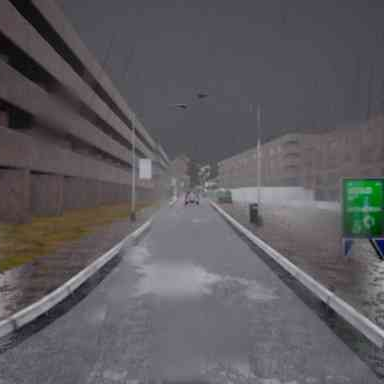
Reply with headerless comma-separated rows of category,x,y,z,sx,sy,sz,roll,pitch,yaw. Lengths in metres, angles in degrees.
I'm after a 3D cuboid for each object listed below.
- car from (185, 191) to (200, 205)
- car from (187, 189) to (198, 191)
car,0.021,0.937,42.994,2.033,1.411,5.357,0,1,0
car,0.026,0.485,53.452,2.150,2.045,5.566,0,0,0
